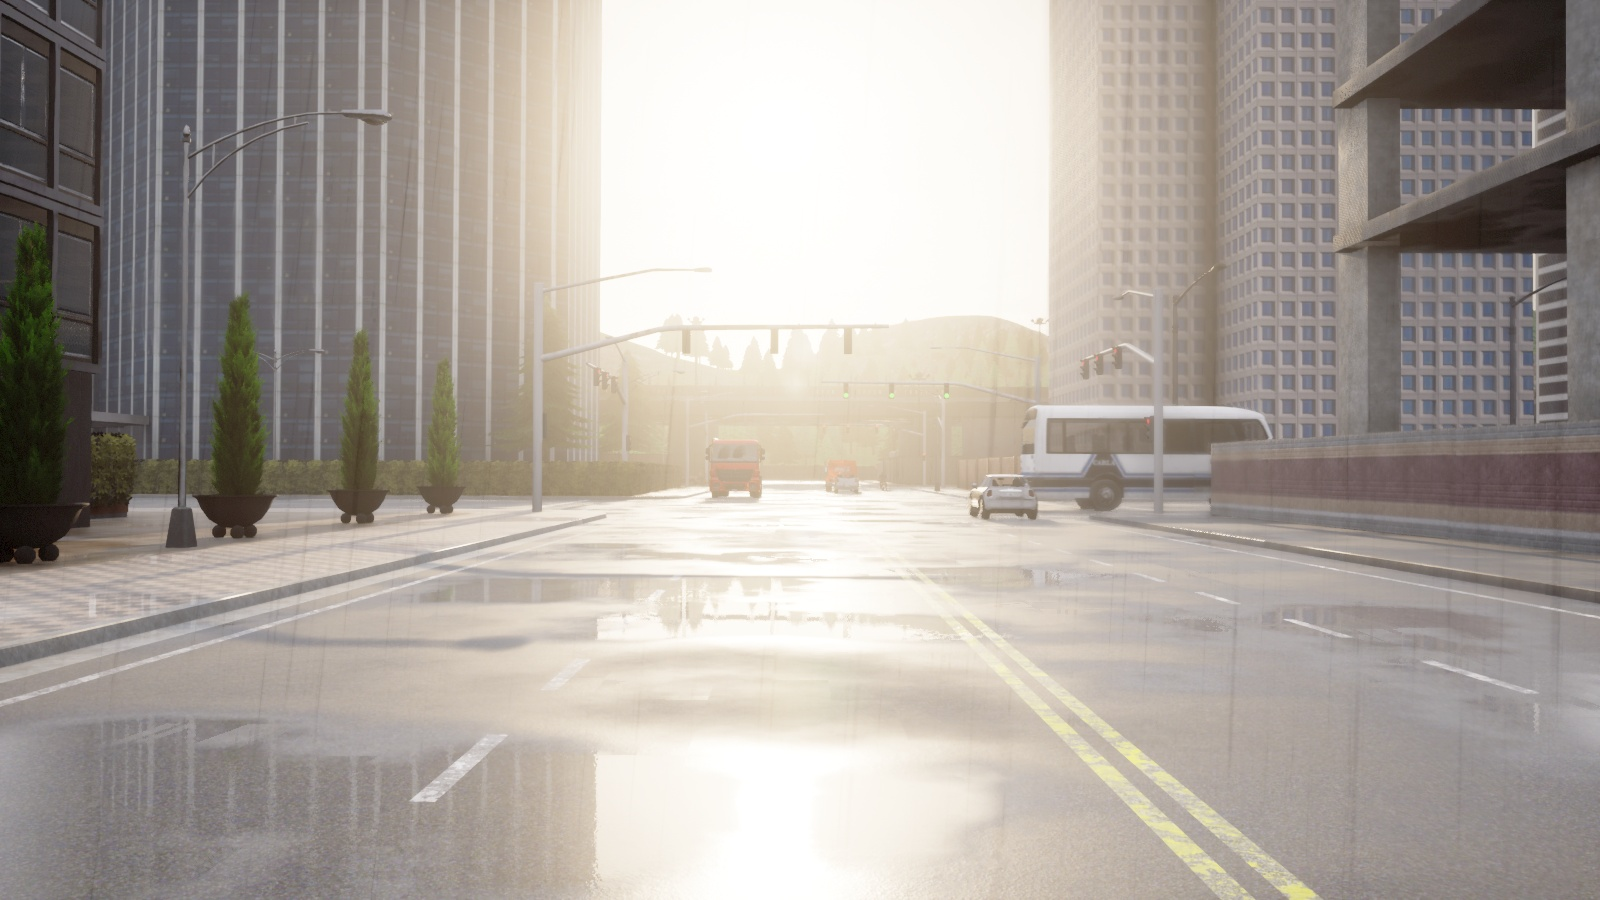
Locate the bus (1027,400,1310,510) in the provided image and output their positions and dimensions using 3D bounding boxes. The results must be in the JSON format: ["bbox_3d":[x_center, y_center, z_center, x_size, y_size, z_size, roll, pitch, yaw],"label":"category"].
[{"bbox_3d":[14.741,0.232,50.945,10.273,4.253,3.944,0,-1,-1],"label":"bus"}]

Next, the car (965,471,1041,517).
[{"bbox_3d":[6.891,1.471,42.896,1.970,1.475,3.806,0,-1,0],"label":"car"}]

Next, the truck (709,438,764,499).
[{"bbox_3d":[-3.695,1.100,74.778,2.891,3.462,7.936,0,-1,0],"label":"truck"}]

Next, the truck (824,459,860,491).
[{"bbox_3d":[3.248,1.956,97.989,2.627,2.467,5.204,0,-1,0],"label":"truck"}]

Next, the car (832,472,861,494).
[{"bbox_3d":[3.273,2.305,88.936,1.845,1.501,3.633,0,-1,0],"label":"car"}]
